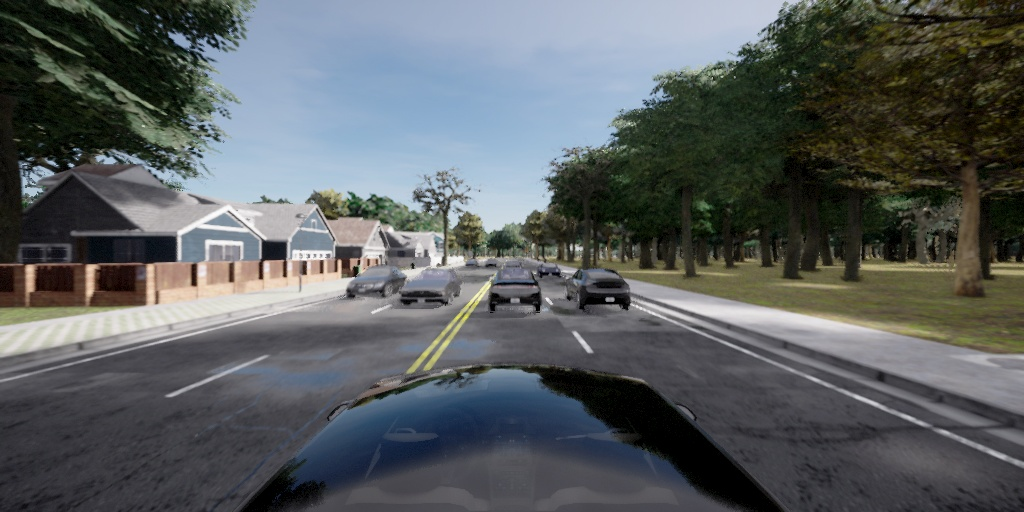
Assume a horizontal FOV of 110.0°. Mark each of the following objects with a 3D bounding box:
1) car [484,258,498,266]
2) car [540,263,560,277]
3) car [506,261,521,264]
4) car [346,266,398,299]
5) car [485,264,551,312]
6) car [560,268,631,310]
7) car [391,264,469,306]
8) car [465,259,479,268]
[{"bbox_3d":[-3.307,1.157,57.097,1.837,1.490,4.892,0,0,0],"label":"car"},{"bbox_3d":[3.355,1.300,33.579,1.895,1.301,4.718,0,0,0],"label":"car"},{"bbox_3d":[0.103,1.191,33.318,2.128,1.511,4.902,0,0,0],"label":"car"},{"bbox_3d":[-6.597,1.251,18.093,1.812,1.442,4.674,0,0,0],"label":"car"},{"bbox_3d":[0.102,1.224,14.031,2.128,1.511,4.902,0,0,0],"label":"car"},{"bbox_3d":[3.352,1.236,14.666,1.837,1.490,4.892,0,0,0],"label":"car"},{"bbox_3d":[-3.350,1.276,15.903,2.033,1.411,5.357,0,0,0],"label":"car"},{"bbox_3d":[-6.537,1.195,59.285,2.033,1.411,5.357,0,0,1],"label":"car"}]
